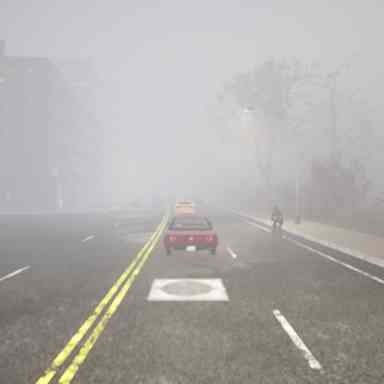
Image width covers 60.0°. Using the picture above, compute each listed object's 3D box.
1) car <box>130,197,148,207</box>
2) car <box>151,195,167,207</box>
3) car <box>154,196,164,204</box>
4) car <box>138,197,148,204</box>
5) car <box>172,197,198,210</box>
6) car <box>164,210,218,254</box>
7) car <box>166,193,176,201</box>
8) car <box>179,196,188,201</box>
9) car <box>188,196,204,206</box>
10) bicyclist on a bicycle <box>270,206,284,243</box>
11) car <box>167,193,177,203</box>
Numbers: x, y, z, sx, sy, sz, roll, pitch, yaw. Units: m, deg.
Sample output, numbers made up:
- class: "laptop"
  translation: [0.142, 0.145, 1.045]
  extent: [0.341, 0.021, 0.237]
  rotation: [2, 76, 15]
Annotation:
- class: "car"
  translation: [-8.789, 1.652, 53.765]
  extent: [2.033, 1.411, 5.357]
  rotation: [0, 0, -4]
- class: "car"
  translation: [-5.587, 1.455, 54.344]
  extent: [2.097, 1.767, 4.553]
  rotation: [0, 0, -4]
- class: "car"
  translation: [-6.997, 1.649, 70.376]
  extent: [2.128, 1.511, 4.902]
  rotation: [0, 0, -6]
- class: "car"
  translation: [-10.206, 1.722, 69.812]
  extent: [1.895, 1.301, 4.718]
  rotation: [0, 0, -6]
- class: "car"
  translation: [-0.717, 1.540, 31.781]
  extent: [1.882, 1.535, 5.008]
  rotation: [0, 0, -3]
- class: "car"
  translation: [-0.078, 1.628, 13.546]
  extent: [1.895, 1.301, 4.718]
  rotation: [0, 0, -1]
- class: "car"
  translation: [-5.493, 1.266, 85.665]
  extent: [2.150, 2.045, 5.566]
  rotation: [0, 0, -7]
- class: "car"
  translation: [-2.247, 1.660, 85.883]
  extent: [1.812, 1.442, 4.674]
  rotation: [0, 0, -7]
- class: "car"
  translation: [0.872, 1.664, 56.989]
  extent: [1.994, 1.385, 4.181]
  rotation: [0, 0, -5]
- class: "bicyclist on a bicycle"
  translation: [3.925, 1.482, 15.328]
  extent: [0.582, 1.620, 1.656]
  rotation: [0, 0, -1]
- class: "car"
  translation: [-4.298, 1.480, 75.631]
  extent: [2.097, 1.767, 4.553]
  rotation: [0, 0, -6]
